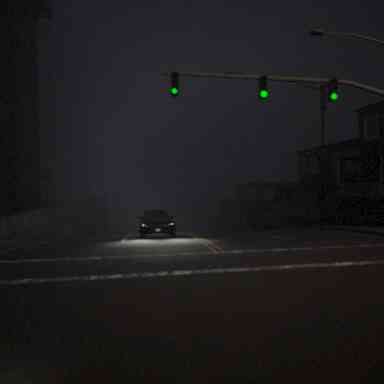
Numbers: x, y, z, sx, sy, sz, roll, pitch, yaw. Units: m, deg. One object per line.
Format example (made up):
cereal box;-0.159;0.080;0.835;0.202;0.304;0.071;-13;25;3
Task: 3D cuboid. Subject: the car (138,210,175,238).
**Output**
car;-2.019;1.753;18.805;1.812;1.442;4.674;-1;-3;-8

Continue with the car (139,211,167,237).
car;-3.311;2.763;27.849;2.097;1.767;4.553;-1;-10;-8
